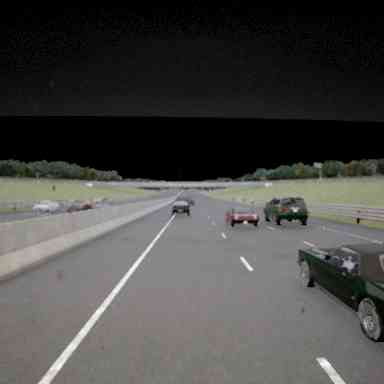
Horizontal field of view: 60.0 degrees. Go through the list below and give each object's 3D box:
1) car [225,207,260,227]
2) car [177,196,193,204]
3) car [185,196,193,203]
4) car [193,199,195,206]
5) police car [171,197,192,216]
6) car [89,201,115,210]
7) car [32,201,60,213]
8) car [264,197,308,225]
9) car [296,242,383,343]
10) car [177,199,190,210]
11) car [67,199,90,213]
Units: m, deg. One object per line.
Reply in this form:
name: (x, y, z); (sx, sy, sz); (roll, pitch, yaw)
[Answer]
car: (3.536, 1.751, 24.254); (1.895, 1.301, 4.718); (0, 0, 0)
car: (-1.269, 1.553, 46.043); (2.150, 2.045, 5.566); (0, -1, -1)
car: (-0.732, 1.902, 85.477); (2.097, 1.767, 4.553); (0, 0, -1)
car: (-0.490, 1.909, 69.227); (2.097, 1.767, 4.553); (0, -1, -1)
police car: (-1.186, 1.670, 36.113); (1.930, 1.638, 5.238); (0, 0, 0)
car: (-10.761, 1.851, 40.995); (1.994, 1.385, 4.181); (0, 0, 0)
car: (-17.759, 1.811, 40.753); (1.812, 1.442, 4.674); (0, -1, 0)
car: (7.030, 1.380, 25.355); (2.150, 2.045, 5.566); (0, 0, 0)
car: (3.593, 1.627, 6.427); (1.895, 1.301, 4.718); (0, 0, 0)
car: (-1.329, 1.862, 52.015); (1.882, 1.535, 5.008); (0, -1, -1)
car: (-14.269, 1.650, 42.428); (2.097, 1.767, 4.553); (0, 0, 0)
